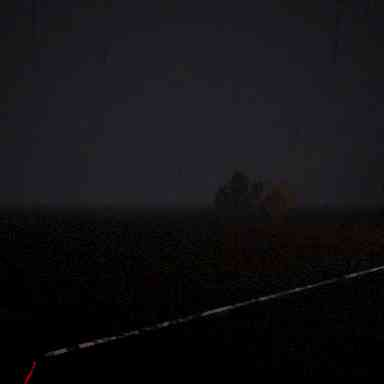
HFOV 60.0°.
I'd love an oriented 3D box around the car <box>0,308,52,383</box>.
[{"bbox_3d":[-3.332,1.494,1.617,4.892,1.490,1.837,0,0,-35],"label":"car"}]
